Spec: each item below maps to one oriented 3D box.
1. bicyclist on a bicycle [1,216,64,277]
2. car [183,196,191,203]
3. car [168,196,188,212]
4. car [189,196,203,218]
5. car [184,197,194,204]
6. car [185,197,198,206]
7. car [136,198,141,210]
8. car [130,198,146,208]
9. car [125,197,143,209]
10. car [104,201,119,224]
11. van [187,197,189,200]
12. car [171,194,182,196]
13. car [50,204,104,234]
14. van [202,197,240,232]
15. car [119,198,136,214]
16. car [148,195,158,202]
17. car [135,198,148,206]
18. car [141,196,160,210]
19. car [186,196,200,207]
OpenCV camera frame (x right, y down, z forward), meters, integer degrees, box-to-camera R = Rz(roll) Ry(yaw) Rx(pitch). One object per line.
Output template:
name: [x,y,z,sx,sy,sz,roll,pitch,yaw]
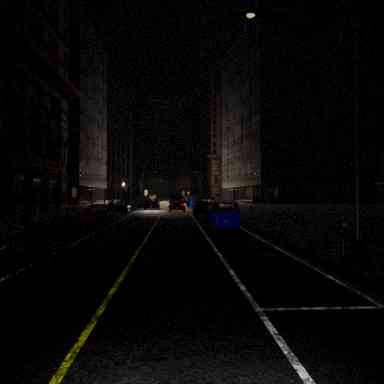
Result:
bicyclist on a bicycle: [-4.254,1.459,8.843,1.656,1.620,0.582,-2,0,-3]
car: [-1.227,1.781,79.795,1.887,1.381,4.507,0,0,-3]
car: [-1.790,1.577,39.353,1.812,1.442,4.674,0,0,-3]
car: [1.228,1.347,30.719,2.192,1.841,5.009,1,0,-3]
car: [-0.683,1.751,68.889,1.802,1.307,4.206,0,0,-3]
car: [-0.137,1.659,57.984,1.887,1.381,4.507,1,0,-3]
car: [-7.834,1.608,41.206,2.008,1.369,4.403,1,0,-3]
car: [-8.379,1.637,52.111,1.887,1.381,4.507,1,0,-3]
car: [-8.105,1.513,46.659,1.967,1.590,4.097,1,0,-3]
car: [-7.017,1.573,24.847,2.008,1.369,4.403,1,0,-3]
van: [0.410,1.414,47.079,1.690,1.788,3.998,1,0,-3]
car: [-2.296,1.303,49.613,2.150,2.045,5.566,0,0,-3]
car: [-6.744,1.559,19.395,1.887,1.381,4.507,1,0,-3]
van: [1.773,1.355,19.811,1.690,1.788,3.998,1,0,-3]
car: [-7.562,1.594,35.753,2.008,1.369,4.403,1,0,-3]
car: [-10.012,1.589,84.827,2.192,1.841,5.009,0,0,-3]
car: [-8.652,1.697,57.563,1.802,1.307,4.206,1,0,-3]
car: [-5.174,1.625,43.065,1.994,1.385,4.181,0,0,-3]
car: [0.136,1.532,52.532,1.967,1.590,4.097,1,0,-3]
